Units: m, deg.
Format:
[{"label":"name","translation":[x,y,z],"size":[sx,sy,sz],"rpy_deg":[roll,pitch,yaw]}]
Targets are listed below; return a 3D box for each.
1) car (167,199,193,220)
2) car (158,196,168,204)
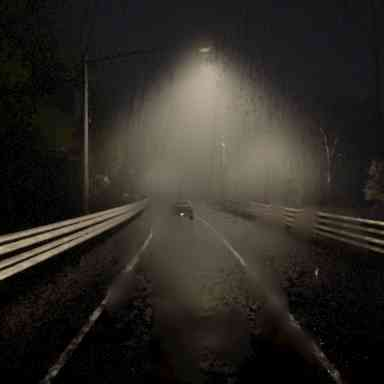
[{"label":"car","translation":[-0.979,1.499,28.612],"size":[1.837,1.490,4.892],"rpy_deg":[0,0,-5]},{"label":"car","translation":[-5.377,1.509,63.525],"size":[1.812,1.442,4.674],"rpy_deg":[0,0,-10]}]
